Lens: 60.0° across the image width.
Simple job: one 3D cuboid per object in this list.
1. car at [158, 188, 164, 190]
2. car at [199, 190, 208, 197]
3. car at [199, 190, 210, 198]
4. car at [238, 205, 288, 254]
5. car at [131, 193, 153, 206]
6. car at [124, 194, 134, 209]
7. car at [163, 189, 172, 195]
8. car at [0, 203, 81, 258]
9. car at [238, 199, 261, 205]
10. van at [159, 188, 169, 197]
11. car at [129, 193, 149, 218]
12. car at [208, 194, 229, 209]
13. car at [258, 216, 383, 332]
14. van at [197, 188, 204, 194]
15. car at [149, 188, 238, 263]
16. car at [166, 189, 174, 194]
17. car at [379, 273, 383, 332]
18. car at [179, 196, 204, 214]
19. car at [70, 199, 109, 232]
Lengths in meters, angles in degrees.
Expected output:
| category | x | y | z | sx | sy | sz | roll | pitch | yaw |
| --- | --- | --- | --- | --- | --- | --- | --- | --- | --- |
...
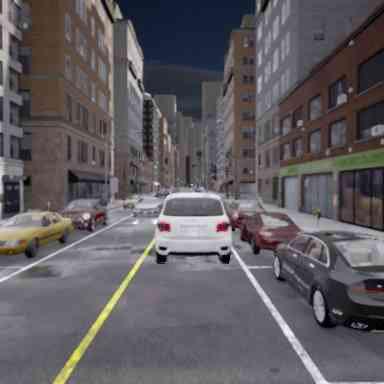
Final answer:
| category | x | y | z | sx | sy | sz | roll | pitch | yaw |
| --- | --- | --- | --- | --- | --- | --- | --- | --- | --- |
| car | -6.029 | 0.166 | 66.416 | 2.192 | 1.841 | 5.009 | 0 | 1 | 0 |
| car | 2.468 | 0.317 | 71.966 | 1.947 | 1.339 | 4.313 | 0 | 1 | 0 |
| car | 2.497 | 0.389 | 66.465 | 1.887 | 1.381 | 4.507 | 0 | 1 | 0 |
| car | 2.791 | 1.364 | 12.072 | 1.802 | 1.307 | 4.206 | 0 | 1 | 0 |
| car | -5.883 | 0.857 | 39.650 | 2.008 | 1.369 | 4.403 | 0 | 1 | 0 |
| car | -5.853 | 0.930 | 33.955 | 1.752 | 1.417 | 4.829 | 0 | 1 | 0 |
| car | -6.118 | 0.012 | 82.919 | 1.967 | 1.590 | 4.097 | 0 | 1 | 0 |
| car | -5.733 | 1.317 | 11.856 | 1.752 | 1.417 | 4.829 | 0 | 1 | 0 |
| car | 2.761 | 1.125 | 17.595 | 1.967 | 1.590 | 4.097 | 0 | 1 | 0 |
| van | -6.059 | 0.099 | 71.916 | 1.690 | 1.788 | 3.998 | 0 | 1 | 0 |
| car | -3.234 | 1.083 | 25.094 | 1.812 | 1.442 | 4.674 | 0 | 1 | 0 |
| car | 2.671 | 0.918 | 34.341 | 1.752 | 1.417 | 4.829 | 0 | 1 | 0 |
| car | 2.821 | 1.431 | 6.547 | 2.008 | 1.369 | 4.403 | 0 | 1 | 0 |
| van | 2.348 | -0.280 | 93.964 | 1.690 | 1.788 | 3.998 | 0 | 1 | 0 |
| car | 0.028 | 1.022 | 11.271 | 2.150 | 2.045 | 5.566 | 0 | 1 | 0 |
| car | -6.177 | -0.175 | 93.920 | 1.967 | 1.590 | 4.097 | 0 | 1 | 0 |
| car | 2.851 | 1.528 | 1.022 | 2.008 | 1.369 | 4.403 | 0 | 1 | 0 |
| car | -0.063 | 1.058 | 28.585 | 1.994 | 1.385 | 4.181 | 0 | 1 | 0 |
| car | -5.764 | 1.131 | 17.549 | 1.967 | 1.590 | 4.097 | 0 | 1 | 0 |
